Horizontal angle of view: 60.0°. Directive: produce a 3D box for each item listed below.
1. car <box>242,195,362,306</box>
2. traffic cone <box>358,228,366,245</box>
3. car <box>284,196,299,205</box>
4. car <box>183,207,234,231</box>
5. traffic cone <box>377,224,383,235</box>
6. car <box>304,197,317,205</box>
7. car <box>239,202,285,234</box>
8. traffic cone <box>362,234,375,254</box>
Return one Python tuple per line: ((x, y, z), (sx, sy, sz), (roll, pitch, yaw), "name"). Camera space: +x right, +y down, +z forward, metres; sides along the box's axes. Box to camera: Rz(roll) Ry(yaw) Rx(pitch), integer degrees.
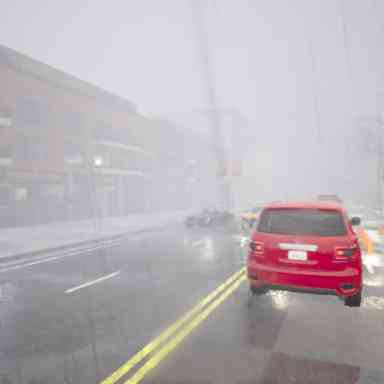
((2.942, 1.221, 8.385), (2.150, 2.045, 5.566), (0, 0, 23), "car")
((7.318, 1.948, 14.046), (0.340, 0.580, 0.340), (0, 0, 23), "traffic cone")
((17.847, 1.491, 59.591), (1.882, 1.535, 5.008), (0, 0, 24), "car")
((1.131, 1.618, 21.080), (1.895, 1.301, 4.718), (0, 0, 23), "car")
((9.823, 1.945, 17.321), (0.340, 0.580, 0.340), (0, 0, 23), "traffic cone")
((20.834, 1.606, 58.298), (1.895, 1.301, 4.718), (0, 0, 24), "car")
((4.492, 1.485, 20.664), (1.882, 1.535, 5.008), (0, 0, 23), "car")
((6.525, 1.949, 12.210), (0.340, 0.580, 0.340), (0, 0, 23), "traffic cone")
